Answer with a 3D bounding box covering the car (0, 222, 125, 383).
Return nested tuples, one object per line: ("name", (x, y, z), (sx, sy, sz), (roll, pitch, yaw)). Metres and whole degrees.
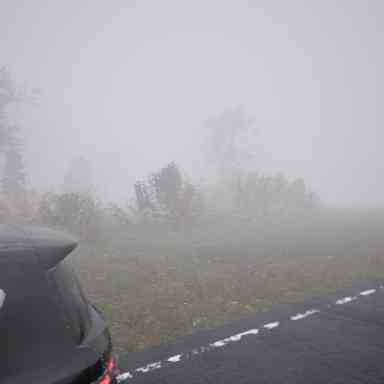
("car", (-2.941, 1.223, 0.975), (5.566, 2.045, 2.150), (0, 0, -35))
